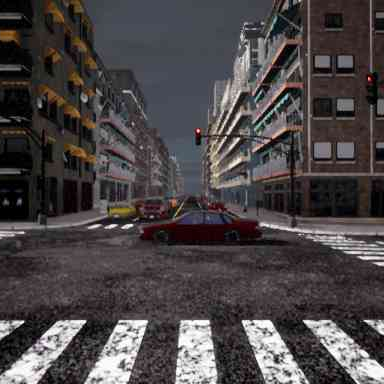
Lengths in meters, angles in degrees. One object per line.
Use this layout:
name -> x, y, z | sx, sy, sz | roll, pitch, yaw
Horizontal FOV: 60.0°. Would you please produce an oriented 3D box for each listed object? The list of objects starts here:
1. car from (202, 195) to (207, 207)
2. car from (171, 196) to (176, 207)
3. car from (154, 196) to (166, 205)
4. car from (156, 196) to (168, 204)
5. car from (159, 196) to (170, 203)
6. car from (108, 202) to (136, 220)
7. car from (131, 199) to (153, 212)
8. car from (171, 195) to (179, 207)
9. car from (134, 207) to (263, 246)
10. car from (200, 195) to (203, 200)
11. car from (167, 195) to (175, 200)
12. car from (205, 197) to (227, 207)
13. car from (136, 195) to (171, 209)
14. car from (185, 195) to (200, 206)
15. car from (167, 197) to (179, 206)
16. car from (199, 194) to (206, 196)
car -> 2.571, 1.437, 39.061 | 1.967, 1.590, 4.097 | 1, 0, 0
car -> -3.224, 1.544, 37.576 | 2.033, 1.411, 5.357 | 0, 0, 0
car -> -5.883, 1.523, 60.972 | 1.752, 1.417, 4.829 | 1, 0, 0
car -> -5.902, 1.549, 66.665 | 2.008, 1.369, 4.403 | 1, 0, 0
car -> -5.920, 1.544, 72.188 | 1.887, 1.381, 4.507 | 1, 0, 0
car -> -5.773, 1.522, 27.831 | 1.752, 1.417, 4.829 | 1, 0, 0
car -> -5.811, 1.541, 39.048 | 1.887, 1.381, 4.507 | 1, 0, 0
car -> -3.246, 1.349, 47.365 | 2.097, 1.767, 4.553 | 0, 0, 0
car -> 0.369, 1.542, 14.791 | 5.357, 1.411, 2.033 | 0, 0, -1
car -> 2.533, 1.579, 50.108 | 1.802, 1.307, 4.206 | 1, 0, 0
car -> -5.992, 1.556, 94.281 | 2.008, 1.369, 4.403 | 1, 0, 0
car -> 2.588, 1.542, 33.537 | 1.887, 1.381, 4.507 | 1, 0, 0
car -> -3.166, 1.349, 28.084 | 2.097, 1.767, 4.553 | 0, 0, -1
car -> -0.079, 1.499, 54.463 | 1.837, 1.490, 4.892 | 0, -1, 0
car -> -3.249, 1.598, 57.224 | 1.895, 1.301, 4.718 | 0, 0, 0
car -> 2.732, 1.353, 81.851 | 2.097, 1.767, 4.553 | 0, 0, 0
